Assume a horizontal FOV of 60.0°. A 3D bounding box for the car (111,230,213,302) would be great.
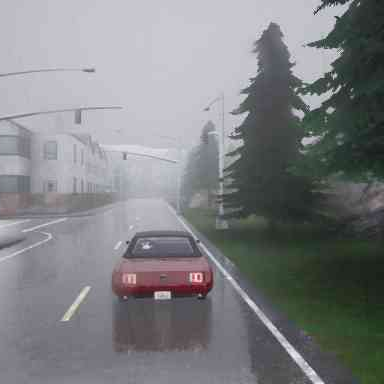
[{"bbox_3d":[-0.719,1.601,8.291,1.895,1.301,4.718,0,0,-5],"label":"car"}]
